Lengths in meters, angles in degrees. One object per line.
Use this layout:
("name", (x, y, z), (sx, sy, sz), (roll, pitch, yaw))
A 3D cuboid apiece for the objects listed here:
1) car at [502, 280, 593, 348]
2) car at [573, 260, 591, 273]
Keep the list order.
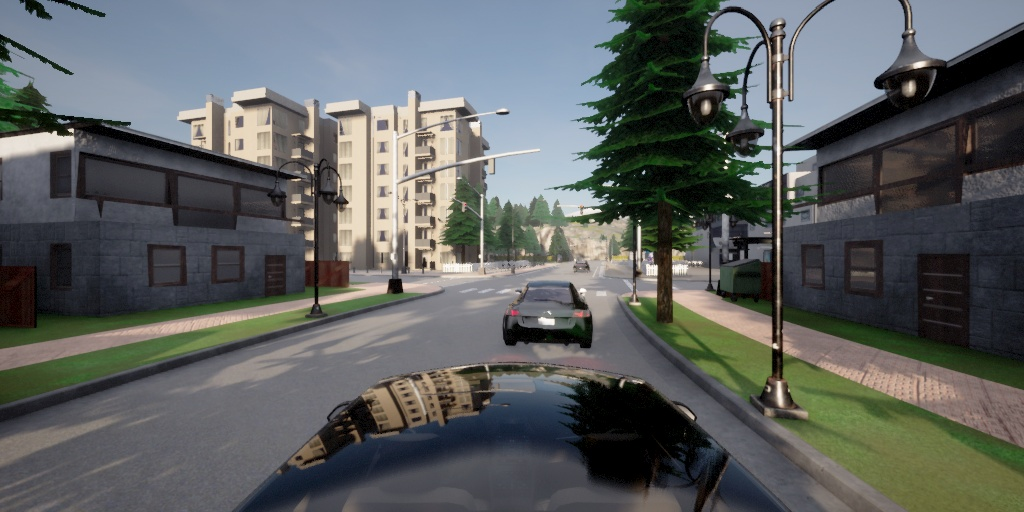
("car", (0.994, 1.313, 9.313), (1.994, 1.385, 4.181), (0, 0, 8))
("car", (8.733, 1.273, 44.861), (2.128, 1.511, 4.902), (0, 0, 14))
